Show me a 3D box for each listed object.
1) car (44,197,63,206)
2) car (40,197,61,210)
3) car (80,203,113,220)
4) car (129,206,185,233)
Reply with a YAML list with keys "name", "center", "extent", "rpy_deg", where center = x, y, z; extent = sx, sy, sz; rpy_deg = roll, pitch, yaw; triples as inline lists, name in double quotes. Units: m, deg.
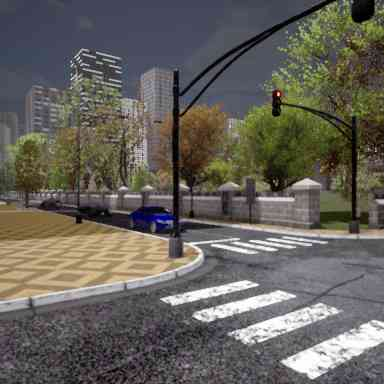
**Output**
- name: "car"
  center: [-24.196, 1.669, 58.003]
  extent: [2.128, 1.511, 4.902]
  rpy_deg: [0, 0, -34]
- name: "car"
  center: [-19.429, 1.693, 45.396]
  extent: [1.994, 1.385, 4.181]
  rpy_deg: [0, 0, -34]
- name: "car"
  center: [-8.500, 1.636, 29.203]
  extent: [1.994, 1.385, 4.181]
  rpy_deg: [0, 0, -34]
- name: "car"
  center: [-2.262, 1.565, 20.030]
  extent: [1.812, 1.442, 4.674]
  rpy_deg: [0, 0, -34]
